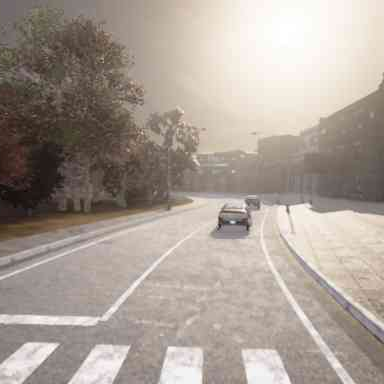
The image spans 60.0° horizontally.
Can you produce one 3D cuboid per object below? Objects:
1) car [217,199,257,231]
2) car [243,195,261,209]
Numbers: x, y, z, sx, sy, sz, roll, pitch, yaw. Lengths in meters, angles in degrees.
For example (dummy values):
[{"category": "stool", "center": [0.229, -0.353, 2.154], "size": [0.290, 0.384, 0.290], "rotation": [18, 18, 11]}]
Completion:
[{"category": "car", "center": [2.694, 1.403, 20.321], "size": [2.128, 1.511, 4.902], "rotation": [1, 1, 12]}, {"category": "car", "center": [7.259, 1.165, 40.218], "size": [1.837, 1.490, 4.892], "rotation": [1, 1, 11]}]
